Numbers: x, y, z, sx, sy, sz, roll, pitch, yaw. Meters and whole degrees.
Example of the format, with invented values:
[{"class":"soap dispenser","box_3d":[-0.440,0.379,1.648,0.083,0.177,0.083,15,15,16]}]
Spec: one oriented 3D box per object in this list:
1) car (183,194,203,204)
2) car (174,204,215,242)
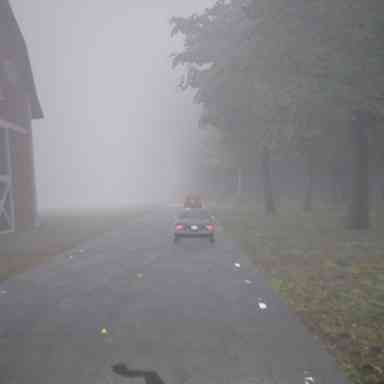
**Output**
[{"class":"car","box_3d":[0.103,1.294,40.665,2.150,2.045,5.566,0,-1,0]},{"class":"car","box_3d":[0.096,1.500,16.067,2.033,1.411,5.357,0,0,0]}]
